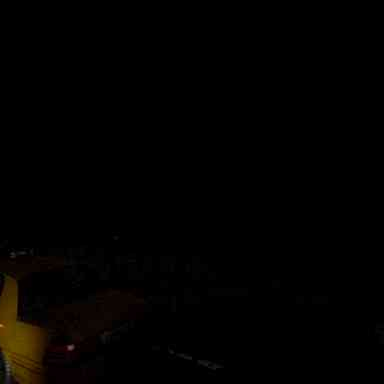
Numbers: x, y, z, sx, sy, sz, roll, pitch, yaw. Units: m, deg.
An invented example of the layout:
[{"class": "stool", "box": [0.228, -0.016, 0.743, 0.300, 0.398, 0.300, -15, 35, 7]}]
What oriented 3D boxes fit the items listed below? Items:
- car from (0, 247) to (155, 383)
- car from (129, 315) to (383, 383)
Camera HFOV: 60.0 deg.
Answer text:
[{"class": "car", "box": [-2.697, 1.524, 5.012, 4.829, 1.417, 1.752, 0, 1, 35]}, {"class": "car", "box": [1.990, 1.551, 1.672, 4.403, 1.369, 2.008, 0, 1, 35]}]
